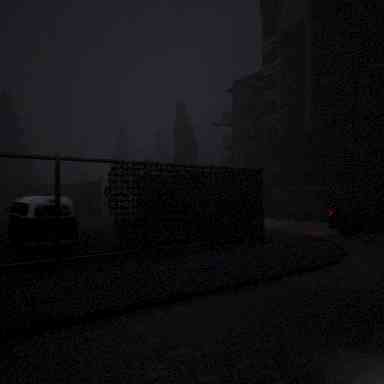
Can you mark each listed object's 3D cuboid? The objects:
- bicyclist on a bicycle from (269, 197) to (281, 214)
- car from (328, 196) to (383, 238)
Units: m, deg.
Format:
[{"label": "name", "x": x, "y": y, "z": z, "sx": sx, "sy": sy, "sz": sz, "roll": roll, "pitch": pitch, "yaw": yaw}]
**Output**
[{"label": "bicyclist on a bicycle", "x": 7.951, "y": 1.346, "z": 31.774, "sx": 1.656, "sy": 1.620, "sz": 0.582, "roll": 0, "pitch": 0, "yaw": -36}, {"label": "car", "x": 9.222, "y": 1.220, "z": 15.536, "sx": 2.150, "sy": 2.045, "sz": 5.566, "roll": 0, "pitch": 0, "yaw": -35}]
